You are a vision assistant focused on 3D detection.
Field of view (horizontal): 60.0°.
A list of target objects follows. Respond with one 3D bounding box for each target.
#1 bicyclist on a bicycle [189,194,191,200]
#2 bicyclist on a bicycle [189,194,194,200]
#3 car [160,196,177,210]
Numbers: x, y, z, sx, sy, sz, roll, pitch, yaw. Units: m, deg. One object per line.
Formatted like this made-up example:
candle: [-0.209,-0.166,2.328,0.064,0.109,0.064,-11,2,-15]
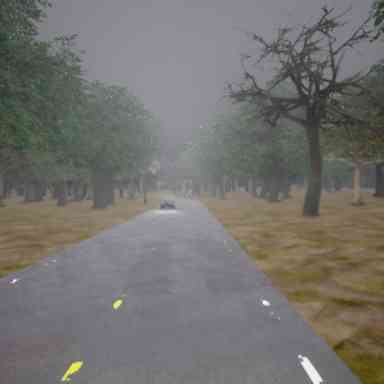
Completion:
bicyclist on a bicycle: [-0.507,1.244,85.980,0.582,1.620,1.656,0,0,-4]
bicyclist on a bicycle: [0.046,1.267,77.198,0.866,1.612,1.509,0,0,-3]
car: [-3.099,1.557,42.962,1.895,1.301,4.718,0,0,0]
